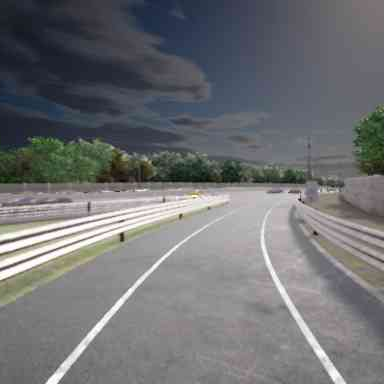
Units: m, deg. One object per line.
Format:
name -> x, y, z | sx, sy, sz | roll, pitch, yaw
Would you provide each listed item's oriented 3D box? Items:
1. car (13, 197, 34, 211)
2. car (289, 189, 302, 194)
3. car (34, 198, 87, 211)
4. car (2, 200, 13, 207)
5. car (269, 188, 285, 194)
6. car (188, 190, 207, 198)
car -> -15.798, 1.356, 35.895 | 2.033, 1.411, 5.357 | 1, 2, 37
car -> 27.585, -0.225, 88.603 | 2.033, 1.411, 5.357 | 1, 2, 36
car -> -12.986, 1.343, 33.811 | 1.837, 1.490, 4.892 | 1, 2, 36
car -> -18.612, 1.309, 37.977 | 2.033, 1.411, 5.357 | 1, 2, 36
car -> 22.706, -0.211, 87.895 | 2.033, 1.411, 5.357 | 1, 2, 36
car -> 1.145, 0.362, 64.654 | 1.882, 1.535, 5.008 | 1, 2, 37
